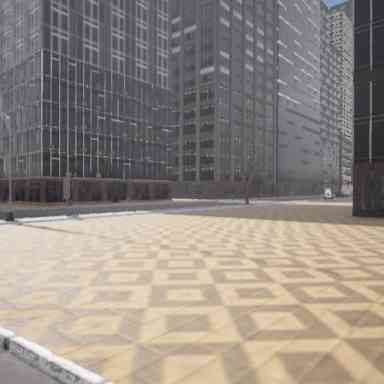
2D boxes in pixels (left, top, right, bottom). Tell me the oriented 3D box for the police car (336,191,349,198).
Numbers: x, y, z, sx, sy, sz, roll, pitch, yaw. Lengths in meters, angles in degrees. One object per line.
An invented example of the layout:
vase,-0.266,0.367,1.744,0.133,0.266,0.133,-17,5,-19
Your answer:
police car,37.891,0.652,83.656,1.930,1.638,5.238,0,1,42
